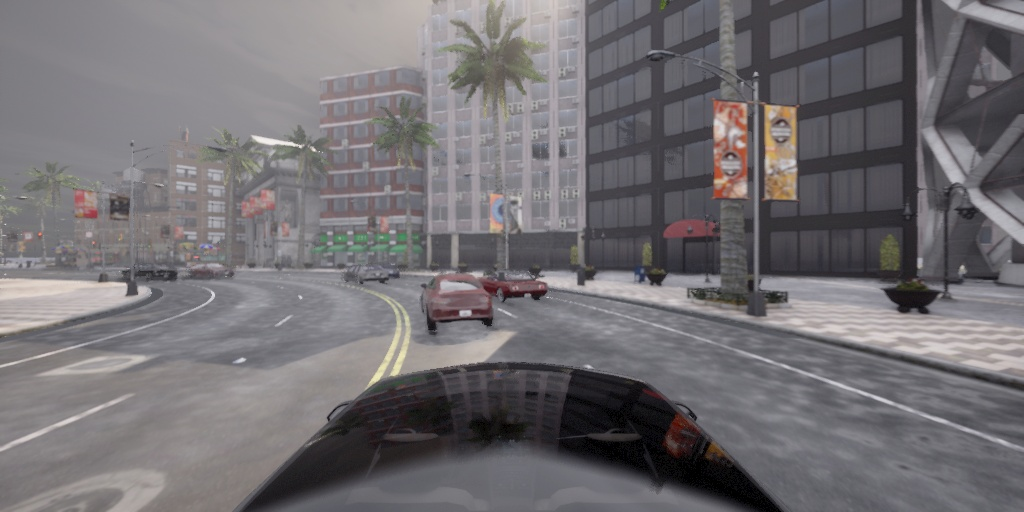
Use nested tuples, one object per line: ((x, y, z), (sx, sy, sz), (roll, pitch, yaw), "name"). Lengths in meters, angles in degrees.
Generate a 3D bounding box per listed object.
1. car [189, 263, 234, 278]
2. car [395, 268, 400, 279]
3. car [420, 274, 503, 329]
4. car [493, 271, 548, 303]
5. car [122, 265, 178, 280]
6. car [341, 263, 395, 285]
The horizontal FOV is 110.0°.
((-29.047, 1.363, 34.607), (4.674, 1.442, 1.812), (0, 0, 21), "car")
((-11.922, 1.353, 32.253), (4.181, 1.385, 1.994), (0, 0, 42), "car")
((-1.841, 1.282, 11.308), (1.812, 1.442, 4.674), (0, 0, -17), "car")
((-0.235, 1.355, 16.987), (1.895, 1.301, 4.718), (0, 0, -24), "car")
((-32.421, 1.447, 32.174), (4.718, 1.301, 1.895), (0, 0, 19), "car")
((-10.979, 1.333, 26.620), (2.033, 1.411, 5.357), (0, 0, -43), "car")
